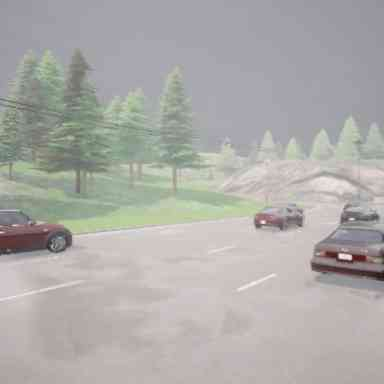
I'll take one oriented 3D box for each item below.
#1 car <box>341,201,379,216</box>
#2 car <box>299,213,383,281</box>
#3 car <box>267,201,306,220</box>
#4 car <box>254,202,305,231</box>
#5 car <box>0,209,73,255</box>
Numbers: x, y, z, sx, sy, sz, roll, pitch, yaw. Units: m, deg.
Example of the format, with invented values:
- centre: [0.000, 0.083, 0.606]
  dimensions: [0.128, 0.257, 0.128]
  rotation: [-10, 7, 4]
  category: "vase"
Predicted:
- centre: [11.917, 1.633, 23.528]
  dimensions: [1.812, 1.442, 4.674]
  rotation: [0, 0, 39]
  category: "car"
- centre: [5.235, 1.593, 9.855]
  dimensions: [2.033, 1.411, 5.357]
  rotation: [0, 0, 39]
  category: "car"
- centre: [8.821, 1.660, 30.794]
  dimensions: [1.812, 1.442, 4.674]
  rotation: [0, 0, 39]
  category: "car"
- centre: [5.646, 1.619, 21.399]
  dimensions: [1.812, 1.442, 4.674]
  rotation: [0, 0, 39]
  category: "car"
- centre: [-6.650, 1.396, 11.955]
  dimensions: [2.097, 1.767, 4.553]
  rotation: [0, 0, 40]
  category: "car"
